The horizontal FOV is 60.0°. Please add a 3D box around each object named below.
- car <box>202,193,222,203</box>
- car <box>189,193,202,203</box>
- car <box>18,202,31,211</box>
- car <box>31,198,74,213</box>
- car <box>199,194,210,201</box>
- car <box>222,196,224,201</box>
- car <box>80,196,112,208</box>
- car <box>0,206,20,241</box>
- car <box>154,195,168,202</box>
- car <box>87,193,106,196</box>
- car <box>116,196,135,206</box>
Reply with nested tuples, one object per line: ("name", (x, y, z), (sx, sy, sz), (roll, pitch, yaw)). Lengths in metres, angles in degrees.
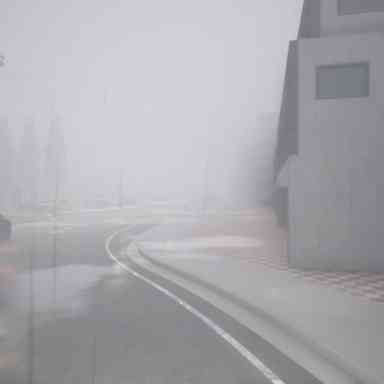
("car", (4.307, 1.208, 70.941), (2.150, 2.045, 5.566), (0, 0, 13))
("car", (0.896, 1.200, 71.767), (2.150, 2.045, 5.566), (0, 0, 13))
("car", (-18.344, 1.590, 39.515), (1.895, 1.301, 4.718), (0, 0, 13))
("car", (-15.260, 1.467, 37.387), (1.882, 1.535, 5.008), (0, 0, 14))
("car", (3.092, 1.337, 81.496), (1.812, 1.442, 4.674), (0, 0, 13))
("car", (6.590, 1.533, 81.096), (1.994, 1.385, 4.181), (0, 0, 13))
("car", (-13.106, 1.588, 46.476), (1.895, 1.301, 4.718), (0, 0, 13))
("car", (-10.255, 1.501, 15.447), (4.892, 1.490, 1.837), (0, 0, 36))
("car", (-6.848, 1.424, 73.792), (1.994, 1.385, 4.181), (0, 0, 13))
("car", (-15.363, 1.206, 52.378), (2.150, 2.045, 5.566), (0, 0, 13))
("car", (-11.048, 1.477, 55.538), (2.128, 1.511, 4.902), (0, 0, 13))
